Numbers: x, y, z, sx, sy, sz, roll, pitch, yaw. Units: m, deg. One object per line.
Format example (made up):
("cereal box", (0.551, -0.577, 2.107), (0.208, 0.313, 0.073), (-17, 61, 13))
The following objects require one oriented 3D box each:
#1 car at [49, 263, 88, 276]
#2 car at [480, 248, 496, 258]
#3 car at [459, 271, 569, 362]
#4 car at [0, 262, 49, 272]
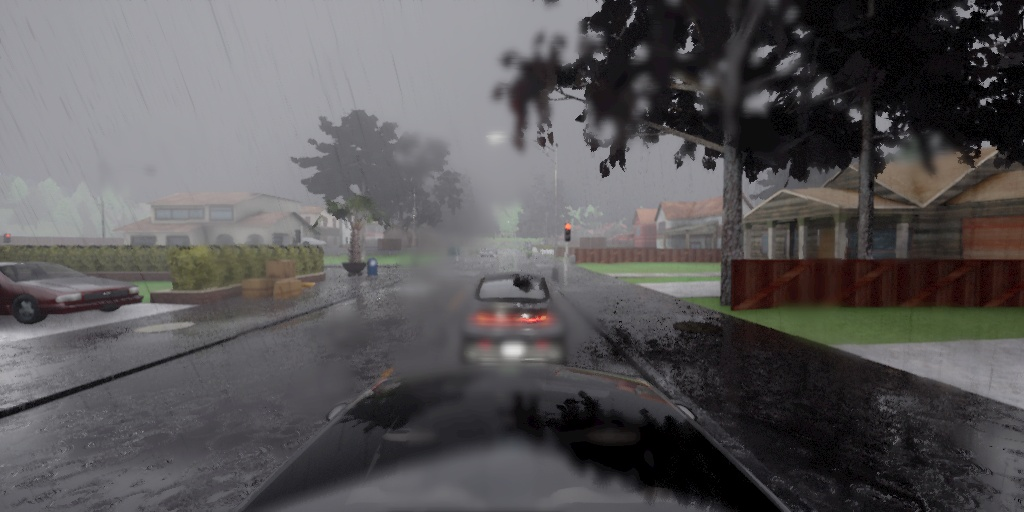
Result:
("car", (-30.642, 0.431, 26.717), (5.008, 1.535, 1.882), (0, 2, 0))
("car", (-4.049, -0.440, 57.947), (1.895, 1.301, 4.718), (0, 2, 1))
("car", (0.043, 1.064, 7.672), (1.837, 1.490, 4.892), (0, 2, 0))
("car", (-43.872, 0.314, 30.824), (4.902, 1.511, 2.128), (0, 2, 0))
